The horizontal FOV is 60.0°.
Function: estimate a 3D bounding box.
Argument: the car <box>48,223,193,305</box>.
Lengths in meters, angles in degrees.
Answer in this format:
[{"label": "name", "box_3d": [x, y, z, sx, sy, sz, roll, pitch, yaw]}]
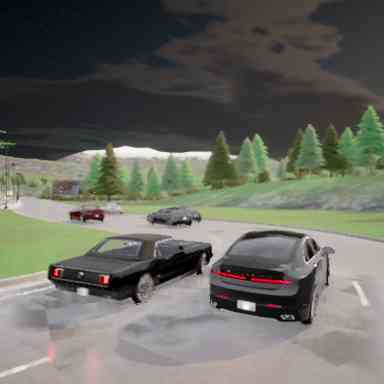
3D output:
[{"label": "car", "box_3d": [-1.155, 1.732, 8.600, 1.895, 1.301, 4.718, 0, -1, 27]}]

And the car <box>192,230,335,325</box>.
[{"label": "car", "box_3d": [1.982, 1.624, 7.542, 1.837, 1.490, 4.892, 1, 0, 27]}]

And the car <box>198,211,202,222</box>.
[{"label": "car", "box_3d": [-0.979, 2.028, 30.836, 1.994, 1.385, 4.181, 1, -1, -40]}]

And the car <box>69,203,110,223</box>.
[{"label": "car", "box_3d": [-9.678, 1.925, 30.414, 1.882, 1.535, 5.008, 1, -1, -39]}]

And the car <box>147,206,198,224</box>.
[{"label": "car", "box_3d": [-1.822, 1.963, 26.467, 1.994, 1.385, 4.181, 1, -1, -40]}]

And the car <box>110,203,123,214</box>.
[{"label": "car", "box_3d": [-10.538, 2.165, 43.254, 1.812, 1.442, 4.674, 1, -1, -35]}]
